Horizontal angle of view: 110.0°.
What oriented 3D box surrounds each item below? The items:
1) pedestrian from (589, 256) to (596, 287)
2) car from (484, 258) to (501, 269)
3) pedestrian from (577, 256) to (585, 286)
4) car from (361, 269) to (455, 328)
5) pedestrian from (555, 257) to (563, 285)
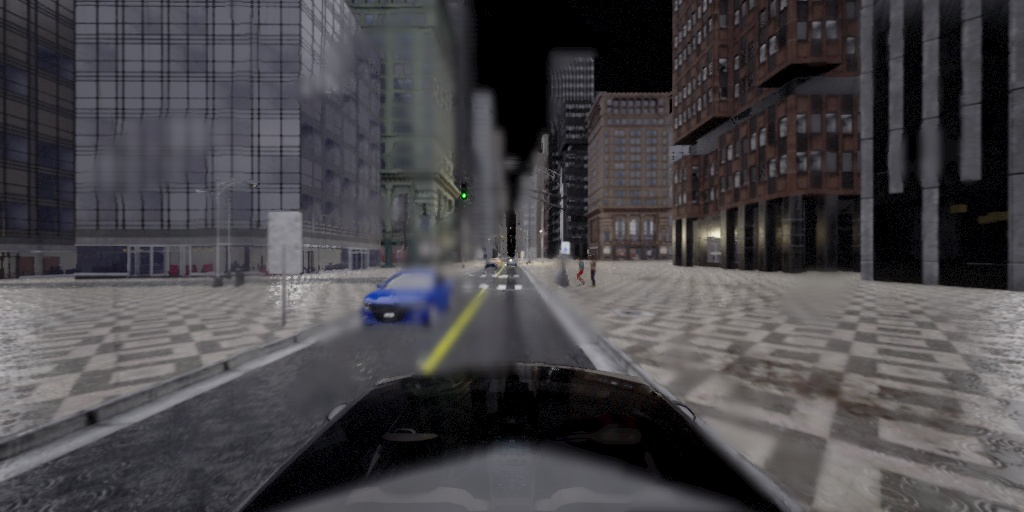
[{"bbox_3d":[4.625,0.863,20.537,0.375,1.860,0.375,0,0,0],"label":"pedestrian"},{"bbox_3d":[-3.064,1.289,53.395,1.895,1.301,4.718,0,0,0],"label":"car"},{"bbox_3d":[4.065,0.867,21.208,0.375,1.860,0.375,0,0,0],"label":"pedestrian"},{"bbox_3d":[-3.078,1.215,11.515,1.882,1.535,5.008,0,0,0],"label":"car"},{"bbox_3d":[2.998,0.867,21.766,0.375,1.860,0.375,0,0,0],"label":"pedestrian"}]
